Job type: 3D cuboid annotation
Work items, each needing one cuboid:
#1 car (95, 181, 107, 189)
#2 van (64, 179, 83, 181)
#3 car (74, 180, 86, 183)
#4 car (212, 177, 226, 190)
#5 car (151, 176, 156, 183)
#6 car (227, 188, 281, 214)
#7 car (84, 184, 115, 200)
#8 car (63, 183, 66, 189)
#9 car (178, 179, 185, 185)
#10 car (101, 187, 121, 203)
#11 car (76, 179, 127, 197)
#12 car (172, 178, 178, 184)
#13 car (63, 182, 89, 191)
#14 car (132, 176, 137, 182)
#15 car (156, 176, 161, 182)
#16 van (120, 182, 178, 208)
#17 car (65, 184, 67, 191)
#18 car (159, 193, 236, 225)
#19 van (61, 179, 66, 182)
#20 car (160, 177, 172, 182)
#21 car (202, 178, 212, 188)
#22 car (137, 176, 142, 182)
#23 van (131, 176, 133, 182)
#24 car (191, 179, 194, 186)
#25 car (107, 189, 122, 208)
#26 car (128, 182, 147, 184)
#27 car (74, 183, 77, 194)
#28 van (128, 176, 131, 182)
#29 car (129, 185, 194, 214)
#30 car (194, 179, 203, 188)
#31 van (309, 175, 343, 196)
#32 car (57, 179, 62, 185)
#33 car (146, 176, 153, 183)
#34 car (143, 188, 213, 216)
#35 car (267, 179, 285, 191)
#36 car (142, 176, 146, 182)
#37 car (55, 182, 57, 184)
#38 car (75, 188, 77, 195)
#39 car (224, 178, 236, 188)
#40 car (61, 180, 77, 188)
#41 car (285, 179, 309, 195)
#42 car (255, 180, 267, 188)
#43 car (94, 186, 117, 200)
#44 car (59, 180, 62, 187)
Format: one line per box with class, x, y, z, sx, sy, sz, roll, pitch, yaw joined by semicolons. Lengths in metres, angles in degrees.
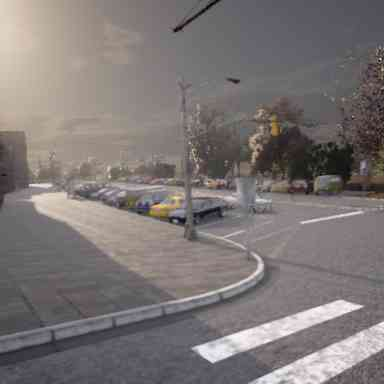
car;-19.897;-1.558;72.461;1.812;1.442;4.674;-5;5;-24
van;-24.013;-1.394;70.270;4.442;1.987;1.878;-8;6;-44
car;-18.987;-0.752;59.272;2.185;1.767;4.553;1;6;44
car;5.747;-1.328;50.372;2.185;1.767;4.553;1;5;43
car;-5.990;-2.351;74.304;4.892;1.521;2.231;-6;5;-44
car;4.220;0.717;25.326;1.812;1.442;4.674;-5;5;-30
car;-10.940;0.178;43.050;2.002;1.452;4.674;1;6;42
car;-21.573;-0.889;64.728;2.097;1.535;5.008;0;6;45
car;0.382;-1.670;60.920;2.163;1.488;4.792;2;6;44
car;-6.695;0.540;35.051;2.002;1.452;4.674;1;6;41
car;-12.330;-0.238;45.736;2.435;2.045;5.566;0;6;43
car;-0.884;-1.803;63.631;2.163;1.488;4.792;1;5;44
car;-25.343;-1.261;72.922;4.792;1.488;2.163;-8;7;-44
car;-12.279;-3.013;87.690;5.366;1.575;1.946;-6;6;-44
car;-4.760;-2.343;71.589;4.553;1.767;2.185;-6;5;-45
van;-3.736;0.500;29.829;1.878;1.987;4.442;0;6;41
car;-20.279;-0.756;62.004;2.231;1.521;4.892;1;7;45
car;0.507;1.126;21.839;2.163;1.488;4.792;1;6;40
van;-26.503;-1.665;75.749;4.442;1.987;1.878;-8;6;-44
car;-3.479;-2.088;68.935;2.097;1.535;5.008;1;5;45
car;4.531;-1.344;53.163;1.946;1.575;5.366;1;5;43
car;-10.899;-2.862;85.139;4.792;1.488;2.163;-6;5;-44
van;-13.463;-3.375;90.430;4.442;1.987;1.878;-6;6;-44
car;1.713;-1.576;58.294;2.097;1.535;5.008;1;5;44
car;-5.263;0.621;32.395;2.231;1.521;4.892;0;6;41
car;-8.537;-0.313;48.809;1.994;1.385;4.181;-5;5;-27
car;-16.375;-0.365;53.830;2.097;1.535;5.008;1;6;44
van;-14.692;-3.510;93.140;4.442;1.987;1.878;-6;6;-44
car;-2.347;0.729;27.093;2.185;1.767;4.553;0;6;40
car;3.075;-1.578;55.668;2.185;1.767;4.553;2;5;43
van;14.221;-0.717;34.727;1.878;1.987;4.442;1;5;41
car;-29.077;-1.947;81.114;5.566;2.045;2.435;-8;7;-44
car;-7.355;-2.475;76.867;5.366;1.575;1.946;-6;6;-44
car;-0.706;0.944;24.644;1.946;1.575;5.366;0;6;40
car;11.521;-0.746;40.127;1.946;1.575;5.366;1;5;41
car;-8.453;-2.872;79.706;5.566;2.045;2.435;-6;5;-44
car;-31.550;-2.219;86.583;5.566;2.045;2.435;-8;6;-44
car;-13.703;-0.110;48.422;2.097;1.535;5.008;0;6;43
car;7.155;-1.044;47.787;2.002;1.452;4.674;1;5;42
car;-22.954;-1.007;67.331;5.366;1.575;1.946;-8;7;-44
car;12.815;-0.737;37.372;2.185;1.767;4.553;1;5;41
car;9.852;-0.836;42.438;1.946;1.575;5.366;2;5;42
car;-8.133;0.422;37.709;2.002;1.452;4.674;0;6;42
car;-27.810;-1.564;78.419;5.008;1.535;2.097;-8;6;-44
